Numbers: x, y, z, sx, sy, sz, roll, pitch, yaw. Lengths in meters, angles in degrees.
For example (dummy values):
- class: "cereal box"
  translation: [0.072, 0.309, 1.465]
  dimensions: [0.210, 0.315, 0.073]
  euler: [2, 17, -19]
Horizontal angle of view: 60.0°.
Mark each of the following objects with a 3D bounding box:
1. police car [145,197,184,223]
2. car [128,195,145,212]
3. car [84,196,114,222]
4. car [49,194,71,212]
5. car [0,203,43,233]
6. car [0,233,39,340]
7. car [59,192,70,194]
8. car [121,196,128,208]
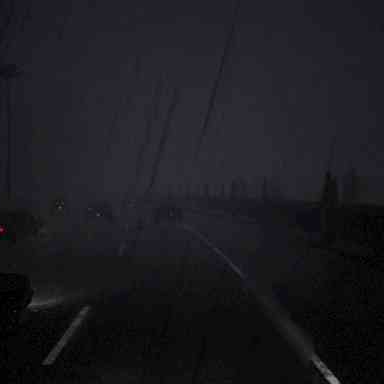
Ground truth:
- class: "police car"
  translation: [-1.942, 1.229, 24.077]
  dimensions: [1.930, 1.638, 5.238]
  euler: [0, 0, -13]
- class: "car"
  translation: [-5.009, 1.201, 34.509]
  dimensions: [1.882, 1.535, 5.008]
  euler: [0, 1, -19]
- class: "car"
  translation: [-6.775, 1.304, 24.328]
  dimensions: [2.128, 1.511, 4.902]
  euler: [0, 0, -14]
- class: "car"
  translation: [-13.598, 1.249, 34.364]
  dimensions: [1.837, 1.490, 4.892]
  euler: [0, 0, -21]
- class: "car"
  translation: [-8.298, 1.442, 14.897]
  dimensions: [2.033, 1.411, 5.357]
  euler: [0, 0, -9]
- class: "car"
  translation: [-3.595, 1.527, 3.359]
  dimensions: [2.033, 1.411, 5.357]
  euler: [0, 0, -2]
- class: "car"
  translation: [-27.174, 0.829, 70.407]
  dimensions: [1.837, 1.490, 4.892]
  euler: [-1, 1, -42]
- class: "car"
  translation: [-7.368, 1.183, 40.664]
  dimensions: [1.837, 1.490, 4.892]
  euler: [0, 1, -23]
